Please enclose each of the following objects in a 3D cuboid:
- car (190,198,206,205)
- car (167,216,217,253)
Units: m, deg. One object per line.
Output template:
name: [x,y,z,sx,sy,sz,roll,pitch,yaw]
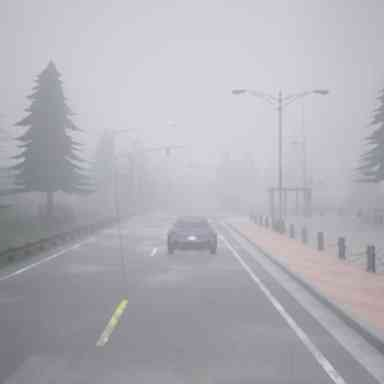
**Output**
car: [1.425,2.244,79.705,1.837,1.490,4.892,0,-1,35]
car: [0.005,1.699,14.286,1.994,1.385,4.181,0,0,0]
